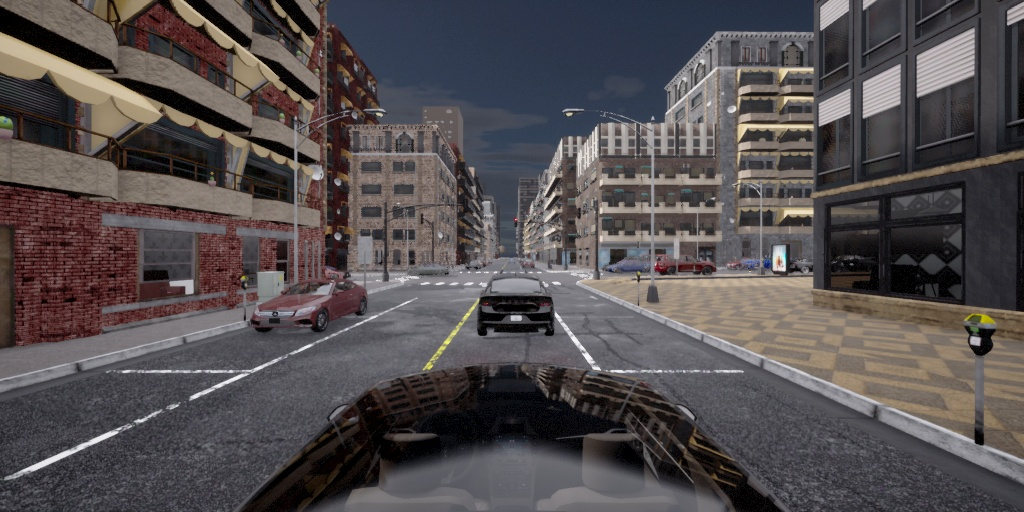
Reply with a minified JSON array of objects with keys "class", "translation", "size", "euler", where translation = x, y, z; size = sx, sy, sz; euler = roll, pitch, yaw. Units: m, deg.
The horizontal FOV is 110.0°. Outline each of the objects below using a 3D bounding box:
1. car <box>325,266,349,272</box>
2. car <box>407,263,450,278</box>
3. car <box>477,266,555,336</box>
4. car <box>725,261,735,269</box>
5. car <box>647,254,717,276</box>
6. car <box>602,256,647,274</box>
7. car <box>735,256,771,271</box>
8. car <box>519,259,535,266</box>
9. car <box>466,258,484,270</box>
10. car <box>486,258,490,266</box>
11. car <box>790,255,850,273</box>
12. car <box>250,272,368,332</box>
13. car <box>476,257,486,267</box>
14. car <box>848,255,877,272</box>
[{"class":"car","translation":[-17.187,1.610,33.046],"size":[4.181,1.385,1.994],"euler":[-1,0,-1]},{"class":"car","translation":[-8.417,1.443,36.330],"size":[4.181,1.385,1.994],"euler":[-1,0,-1]},{"class":"car","translation":[0.096,1.227,10.424],"size":[1.882,1.535,5.008],"euler":[0,0,0]},{"class":"car","translation":[25.654,0.824,39.230],"size":[4.207,1.307,1.802],"euler":[0,0,-1]},{"class":"car","translation":[14.700,0.778,30.750],"size":[5.009,1.841,2.192],"euler":[0,0,-1]},{"class":"car","translation":[11.996,1.050,36.441],"size":[5.357,1.411,2.033],"euler":[-1,0,-3]},{"class":"car","translation":[26.108,0.716,36.643],"size":[5.008,1.535,1.882],"euler":[-1,0,0]},{"class":"car","translation":[2.670,1.207,58.474],"size":[1.967,1.591,4.097],"euler":[0,0,0]},{"class":"car","translation":[-5.708,1.330,52.786],"size":[1.948,1.339,4.313],"euler":[0,0,0]},{"class":"car","translation":[-5.712,1.086,64.151],"size":[2.192,1.841,5.009],"euler":[0,0,0]},{"class":"car","translation":[25.793,0.822,30.850],"size":[4.313,1.339,1.948],"euler":[0,0,-1]},{"class":"car","translation":[-5.744,1.332,10.763],"size":[1.802,1.307,4.207],"euler":[0,0,0]},{"class":"car","translation":[-5.710,1.293,58.299],"size":[1.751,1.417,4.829],"euler":[0,0,0]},{"class":"car","translation":[31.340,0.717,30.901],"size":[4.313,1.339,1.948],"euler":[0,0,-1]}]
